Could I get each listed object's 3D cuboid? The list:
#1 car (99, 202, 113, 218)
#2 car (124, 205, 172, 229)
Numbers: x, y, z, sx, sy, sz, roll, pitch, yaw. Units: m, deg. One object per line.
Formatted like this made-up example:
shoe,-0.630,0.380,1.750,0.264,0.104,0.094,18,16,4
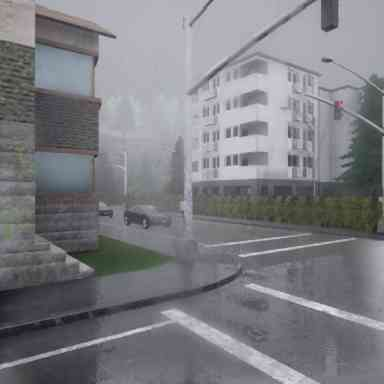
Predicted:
car,-9.216,1.654,31.964,1.882,1.535,5.008,0,0,-35
car,-3.220,1.681,23.529,1.837,1.490,4.892,0,0,-35
